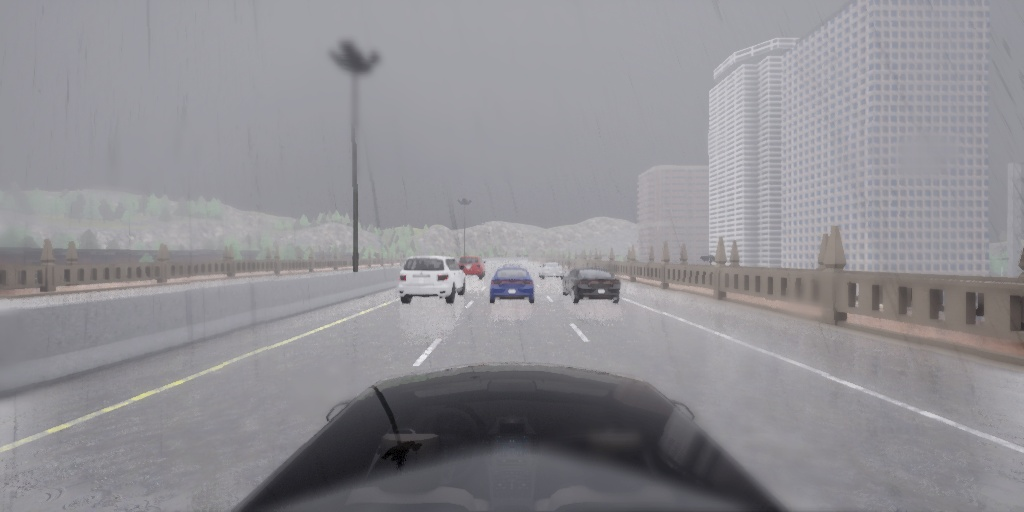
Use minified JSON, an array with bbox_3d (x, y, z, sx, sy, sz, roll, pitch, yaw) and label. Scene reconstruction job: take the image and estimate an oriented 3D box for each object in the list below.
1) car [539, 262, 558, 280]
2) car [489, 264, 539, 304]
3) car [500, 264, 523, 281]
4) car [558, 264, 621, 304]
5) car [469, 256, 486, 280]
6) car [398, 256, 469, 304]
[{"bbox_3d":[3.443,1.283,31.683,1.812,1.442,4.674,0,0,-1],"label":"car"},{"bbox_3d":[0.000,1.235,16.500,1.882,1.535,5.008,0,0,0],"label":"car"},{"bbox_3d":[-0.057,1.366,31.660,1.895,1.301,4.718,0,0,-1],"label":"car"},{"bbox_3d":[3.500,1.235,16.500,1.882,1.535,5.008,0,0,0],"label":"car"},{"bbox_3d":[-3.557,1.008,31.608,2.150,2.045,5.566,0,0,-1],"label":"car"},{"bbox_3d":[-3.500,1.008,16.530,2.150,2.045,5.566,0,0,0],"label":"car"}]
